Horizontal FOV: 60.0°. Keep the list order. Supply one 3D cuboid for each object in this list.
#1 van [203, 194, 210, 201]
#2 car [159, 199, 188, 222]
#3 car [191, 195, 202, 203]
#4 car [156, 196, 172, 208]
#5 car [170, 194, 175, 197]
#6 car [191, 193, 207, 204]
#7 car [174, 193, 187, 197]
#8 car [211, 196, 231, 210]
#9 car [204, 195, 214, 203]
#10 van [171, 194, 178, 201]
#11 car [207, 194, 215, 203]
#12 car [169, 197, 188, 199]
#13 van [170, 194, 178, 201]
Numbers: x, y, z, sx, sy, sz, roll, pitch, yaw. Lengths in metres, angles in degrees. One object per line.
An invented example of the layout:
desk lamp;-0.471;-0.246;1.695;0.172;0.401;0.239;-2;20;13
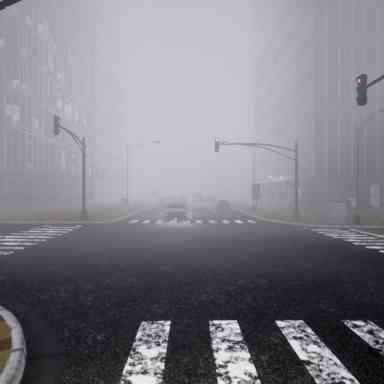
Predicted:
van;3.466;1.321;80.506;1.690;1.788;3.998;0;0;0
car;-1.346;1.567;26.892;2.033;1.411;5.357;0;0;-3
car;0.957;1.512;73.157;2.128;1.511;4.902;0;0;0
car;-4.171;1.592;47.283;1.802;1.307;4.206;0;0;0
car;-4.292;1.564;63.866;1.947;1.339;4.313;0;0;0
car;1.131;1.220;62.811;2.150;2.045;5.566;0;0;0
car;-1.761;1.349;63.625;2.097;1.767;4.553;0;0;0
car;3.799;1.579;41.815;1.947;1.339;4.313;0;0;0
car;3.548;1.432;69.452;1.967;1.590;4.097;0;0;0
van;-4.454;1.315;85.976;1.690;1.788;3.998;0;0;0
car;3.588;1.313;63.923;2.192;1.841;5.009;0;0;0
car;-1.671;1.614;42.626;1.895;1.301;4.718;0;0;0
van;-4.414;1.321;80.448;1.690;1.788;3.998;0;0;0
